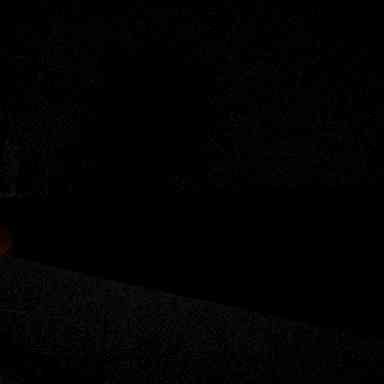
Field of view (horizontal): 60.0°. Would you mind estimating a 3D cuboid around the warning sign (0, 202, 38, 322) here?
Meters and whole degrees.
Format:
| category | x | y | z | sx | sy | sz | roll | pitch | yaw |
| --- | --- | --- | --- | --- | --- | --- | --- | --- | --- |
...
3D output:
| category | x | y | z | sx | sy | sz | roll | pitch | yaw |
| --- | --- | --- | --- | --- | --- | --- | --- | --- | --- |
| warning sign | -3.504 | 1.138 | 5.542 | 1.060 | 1.860 | 1.300 | -2 | 0 | 35 |
